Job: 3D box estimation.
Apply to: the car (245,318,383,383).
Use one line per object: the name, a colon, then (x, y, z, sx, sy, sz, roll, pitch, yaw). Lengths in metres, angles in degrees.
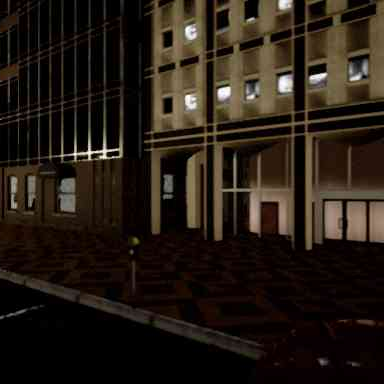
car: (2.504, 1.320, 1.094, 5.009, 1.841, 2.192, 0, 0, 35)
